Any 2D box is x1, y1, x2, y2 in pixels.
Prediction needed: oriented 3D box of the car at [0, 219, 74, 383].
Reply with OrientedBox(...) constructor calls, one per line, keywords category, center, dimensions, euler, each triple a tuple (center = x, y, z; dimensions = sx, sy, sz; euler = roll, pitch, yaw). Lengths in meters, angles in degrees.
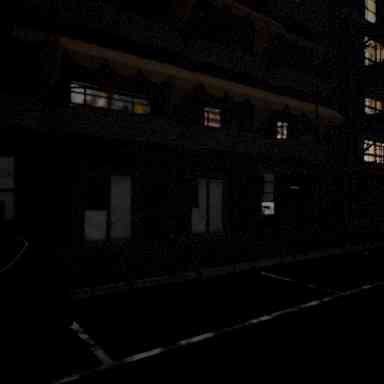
OrientedBox(category="car", center=(-3.941, 1.304, 3.748), dimensions=(5.009, 1.841, 2.192), euler=(1, 0, -35))
